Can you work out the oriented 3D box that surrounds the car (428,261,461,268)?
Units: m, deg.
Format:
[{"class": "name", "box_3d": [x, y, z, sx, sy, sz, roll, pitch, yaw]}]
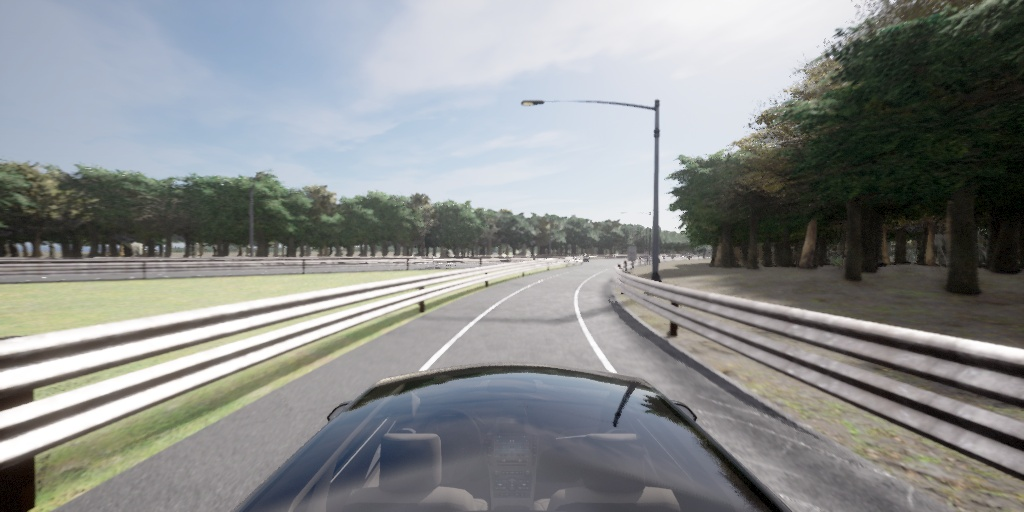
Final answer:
[{"class": "car", "box_3d": [-9.568, 0.908, 51.142, 4.718, 1.301, 1.895, 0, 1, -44]}]
